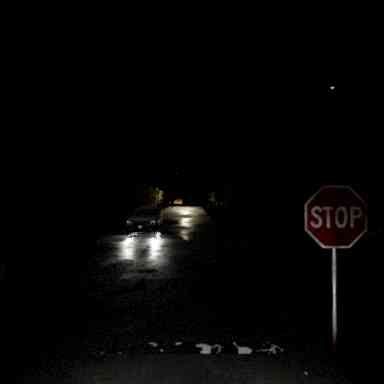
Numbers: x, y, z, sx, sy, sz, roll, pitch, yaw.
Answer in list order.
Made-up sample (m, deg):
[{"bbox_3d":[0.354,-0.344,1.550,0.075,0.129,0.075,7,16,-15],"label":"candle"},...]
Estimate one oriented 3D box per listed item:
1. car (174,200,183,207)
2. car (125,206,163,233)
[{"bbox_3d":[-2.933,2.459,71.959,1.882,1.535,5.008,0,-2,0],"label":"car"},{"bbox_3d":[-2.798,1.615,20.234,1.812,1.442,4.674,0,0,0],"label":"car"}]
